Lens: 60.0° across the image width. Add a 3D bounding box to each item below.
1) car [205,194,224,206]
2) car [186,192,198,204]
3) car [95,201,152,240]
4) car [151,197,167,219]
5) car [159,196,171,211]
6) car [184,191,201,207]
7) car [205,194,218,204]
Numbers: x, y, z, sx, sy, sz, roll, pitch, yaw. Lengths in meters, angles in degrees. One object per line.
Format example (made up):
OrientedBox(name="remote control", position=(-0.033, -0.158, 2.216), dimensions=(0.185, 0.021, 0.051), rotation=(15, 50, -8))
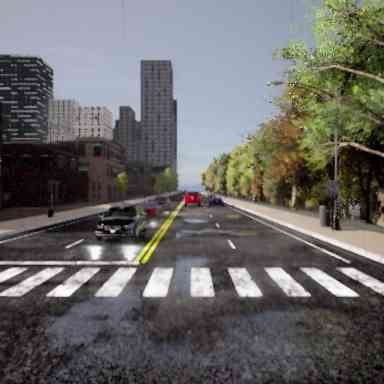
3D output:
OrientedBox(name="car", position=(3.339, 1.247, 46.550), dimensions=(1.994, 1.385, 4.181), rotation=(0, 0, 0))
OrientedBox(name="car", position=(-0.002, 0.968, 56.195), dimensions=(2.097, 1.767, 4.553), rotation=(0, 0, 0))
OrientedBox(name="car", position=(-3.355, 1.392, 16.475), dimensions=(1.837, 1.490, 4.892), rotation=(0, 0, 0))
OrientedBox(name="car", position=(-3.352, 1.384, 26.406), dimensions=(1.994, 1.385, 4.181), rotation=(0, 0, 0))
OrientedBox(name="car", position=(-3.346, 1.254, 36.836), dimensions=(1.837, 1.490, 4.892), rotation=(0, 0, 0))
OrientedBox(name="car", position=(0.087, 0.910, 45.628), dimensions=(2.150, 2.045, 5.566), rotation=(0, 0, 0))
OrientedBox(name="car", position=(3.235, 1.118, 56.506), dimensions=(1.837, 1.490, 4.892), rotation=(0, 0, 0))
